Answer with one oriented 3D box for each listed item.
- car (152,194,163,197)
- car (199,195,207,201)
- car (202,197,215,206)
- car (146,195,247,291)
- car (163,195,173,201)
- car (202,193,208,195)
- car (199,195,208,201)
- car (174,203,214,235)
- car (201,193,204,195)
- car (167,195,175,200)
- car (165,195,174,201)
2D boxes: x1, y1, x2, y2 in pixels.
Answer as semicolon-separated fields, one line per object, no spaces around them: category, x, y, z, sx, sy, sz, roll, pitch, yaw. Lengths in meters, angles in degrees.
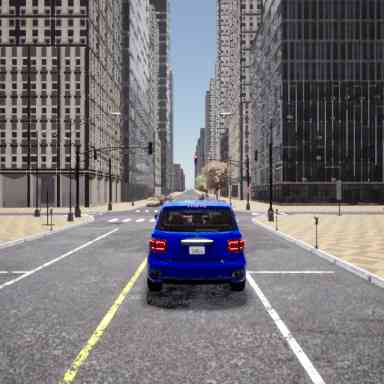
car;-5.819;1.485;50.113;1.752;1.417;4.829;0;0;0
car;2.689;1.422;84.333;1.887;1.381;4.507;0;0;0
car;2.790;1.500;55.961;2.008;1.369;4.403;0;0;0
car;0.098;1.221;9.112;2.150;2.045;5.566;0;0;0
car;-5.691;1.438;78.663;1.887;1.381;4.507;0;0;0
car;2.821;1.400;50.283;1.967;1.590;4.097;0;0;0
car;2.690;1.419;78.829;1.752;1.417;4.829;0;0;0
car;0.095;1.486;19.842;2.128;1.511;4.902;0;0;0
car;2.691;1.224;72.984;2.192;1.841;5.009;0;0;0
car;-5.691;1.411;90.014;2.008;1.369;4.403;0;0;0
car;-5.691;1.428;84.339;2.008;1.369;4.403;0;0;0
